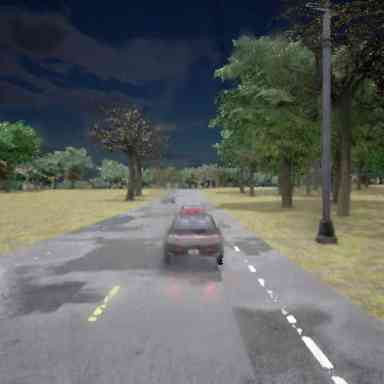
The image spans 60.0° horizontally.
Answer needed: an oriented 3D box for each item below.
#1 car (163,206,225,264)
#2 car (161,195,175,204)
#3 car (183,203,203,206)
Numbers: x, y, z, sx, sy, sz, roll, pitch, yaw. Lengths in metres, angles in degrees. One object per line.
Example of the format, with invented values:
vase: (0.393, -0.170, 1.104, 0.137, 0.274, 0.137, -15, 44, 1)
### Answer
car: (0.064, 1.468, 11.733, 2.128, 1.511, 4.902, 0, 0, 0)
car: (-3.582, 1.079, 50.897, 1.994, 1.385, 4.181, 0, 1, 0)
car: (0.054, 1.478, 25.531, 1.895, 1.301, 4.718, 0, 1, 0)
